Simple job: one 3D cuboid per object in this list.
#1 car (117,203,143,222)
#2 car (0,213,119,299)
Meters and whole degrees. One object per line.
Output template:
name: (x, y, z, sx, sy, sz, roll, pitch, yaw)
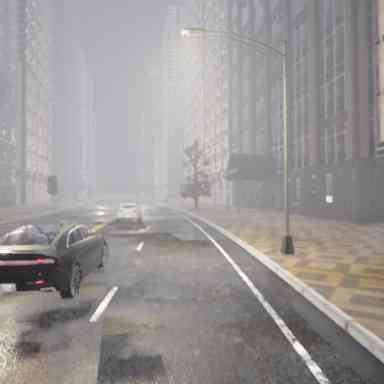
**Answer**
car: (-5.016, 1.601, 26.872, 1.812, 1.442, 4.674, 0, 0, -7)
car: (-3.444, 1.522, 8.448, 2.128, 1.511, 4.902, 0, 0, -2)
